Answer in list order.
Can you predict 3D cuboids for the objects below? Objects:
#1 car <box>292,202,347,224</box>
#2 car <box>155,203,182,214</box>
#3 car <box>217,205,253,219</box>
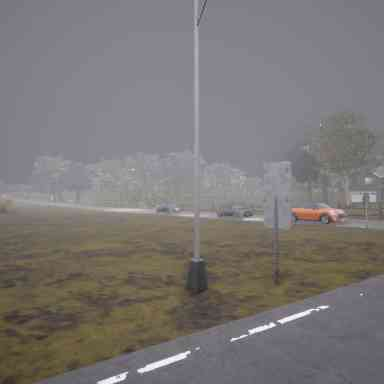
[{"bbox_3d":[10.191,1.615,27.153,2.097,1.767,4.553,-1,-1,-35],"label":"car"},{"bbox_3d":[-3.311,2.276,46.302,2.128,1.511,4.902,-1,-1,-35],"label":"car"},{"bbox_3d":[4.493,2.063,35.229,1.994,1.385,4.181,-1,-1,-35],"label":"car"}]
